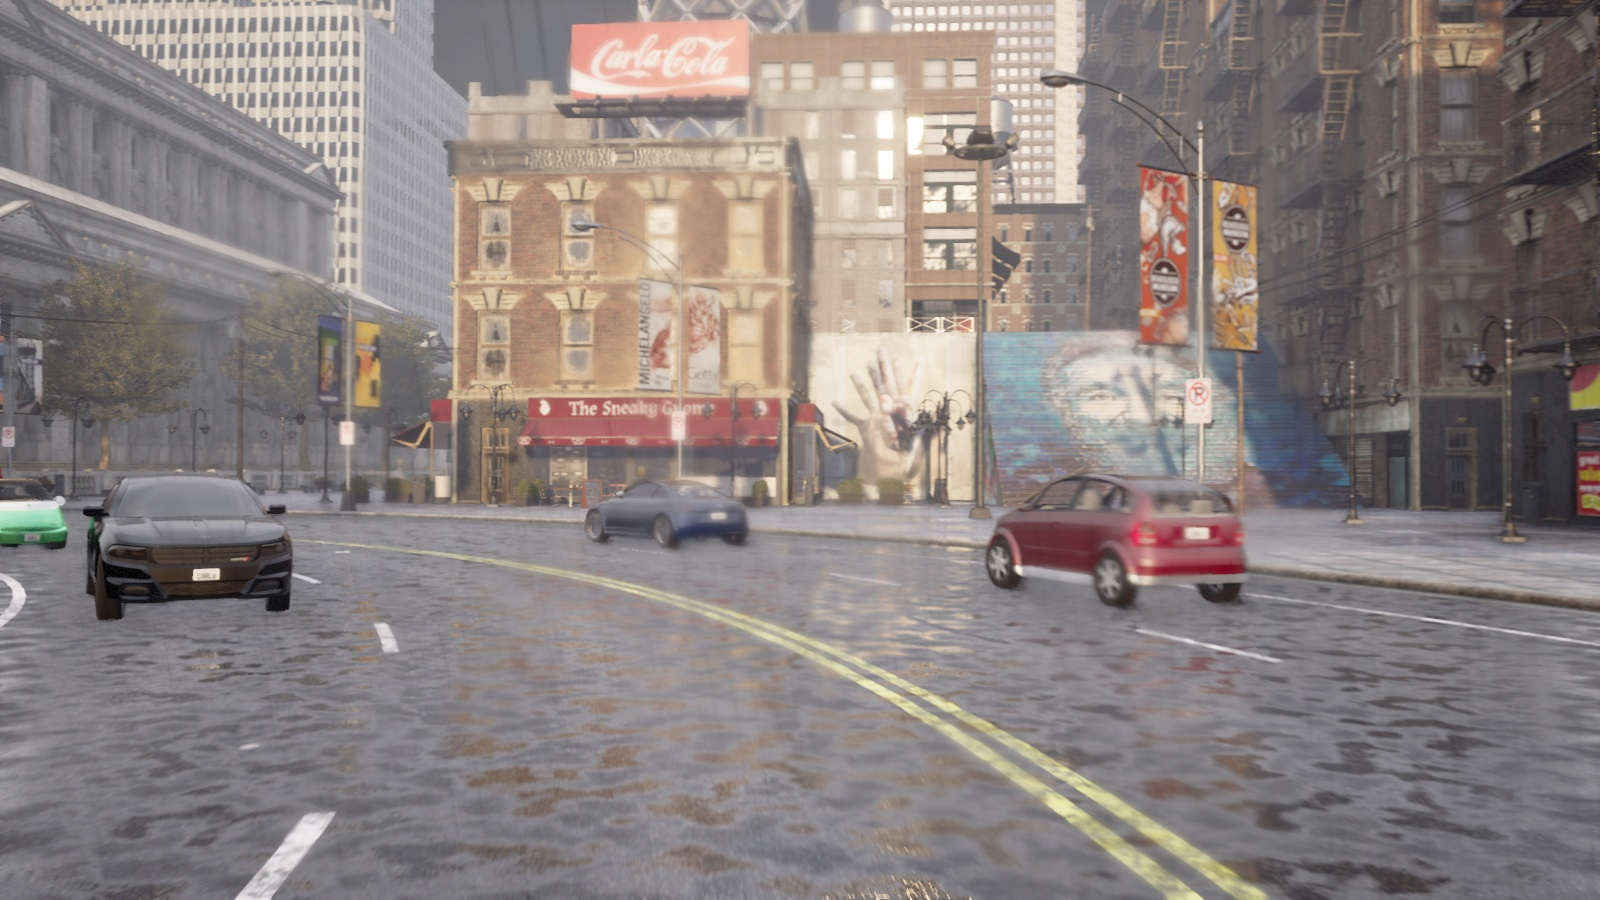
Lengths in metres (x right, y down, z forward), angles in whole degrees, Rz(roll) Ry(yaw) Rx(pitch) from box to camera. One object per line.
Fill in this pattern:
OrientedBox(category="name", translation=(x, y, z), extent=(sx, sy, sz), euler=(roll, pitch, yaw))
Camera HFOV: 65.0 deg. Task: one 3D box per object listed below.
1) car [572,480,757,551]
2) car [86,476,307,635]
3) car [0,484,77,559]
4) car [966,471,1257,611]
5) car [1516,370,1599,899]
OrientedBox(category="car", translation=(-2.995, 1.345, 27.007), extent=(1.994, 1.385, 4.181), euler=(1, -1, -39))
OrientedBox(category="car", translation=(-7.274, 1.076, 14.837), extent=(1.882, 1.535, 5.008), euler=(0, -1, -31))
OrientedBox(category="car", translation=(-15.215, 1.349, 24.244), extent=(2.207, 1.376, 1.481), euler=(-1, -2, 39))
OrientedBox(category="car", translation=(3.802, 1.043, 15.995), extent=(1.789, 1.549, 3.705), euler=(0, -1, -21))
OrientedBox(category="car", translation=(3.474, 0.648, 1.994), extent=(1.932, 1.855, 4.605), euler=(0, -1, -2))
